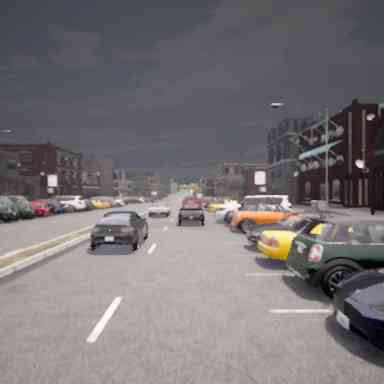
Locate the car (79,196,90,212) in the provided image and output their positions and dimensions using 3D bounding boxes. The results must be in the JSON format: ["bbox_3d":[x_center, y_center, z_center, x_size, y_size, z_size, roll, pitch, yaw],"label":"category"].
[{"bbox_3d":[-16.051,1.514,41.095,5.566,2.045,2.435,0,-1,0],"label":"car"}]

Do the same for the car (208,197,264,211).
[{"bbox_3d":[4.673,1.645,35.424,5.366,1.575,1.946,0,-1,0],"label":"car"}]

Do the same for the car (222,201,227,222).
[{"bbox_3d":[4.573,1.537,21.668,4.674,1.452,2.002,0,0,0],"label":"car"}]

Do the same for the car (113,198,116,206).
[{"bbox_3d":[-16.156,2.124,57.634,4.674,1.452,2.002,0,-1,0],"label":"car"}]

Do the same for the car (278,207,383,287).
[{"bbox_3d":[4.635,1.354,7.769,4.553,1.767,2.185,0,0,-1],"label":"car"}]

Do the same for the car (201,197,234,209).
[{"bbox_3d":[4.316,1.830,57.660,5.566,2.045,2.435,0,-1,0],"label":"car"}]

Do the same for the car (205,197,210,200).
[{"bbox_3d":[4.440,1.813,43.881,4.892,1.521,2.231,0,-1,0],"label":"car"}]

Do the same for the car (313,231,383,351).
[{"bbox_3d":[4.651,1.509,4.997,4.792,1.488,2.163,0,0,0],"label":"car"}]

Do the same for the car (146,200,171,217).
[{"bbox_3d":[-3.105,1.724,32.687,1.895,1.301,4.718,0,-1,0],"label":"car"}]

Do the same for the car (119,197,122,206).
[{"bbox_3d":[-16.236,2.054,63.152,4.553,1.767,2.185,0,-1,0],"label":"car"}]

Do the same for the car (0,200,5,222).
[{"bbox_3d":[-15.677,1.503,21.812,5.366,1.575,1.946,0,0,0],"label":"car"}]

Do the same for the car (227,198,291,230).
[{"bbox_3d":[4.561,1.363,18.891,4.553,1.767,2.185,0,0,0],"label":"car"}]

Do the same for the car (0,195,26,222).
[{"bbox_3d":[-15.857,1.274,24.564,5.566,2.045,2.435,0,0,0],"label":"car"}]

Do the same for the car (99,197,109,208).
[{"bbox_3d":[-16.299,1.979,52.118,5.366,1.575,1.946,0,-1,0],"label":"car"}]

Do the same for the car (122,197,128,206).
[{"bbox_3d":[-16.199,1.974,65.913,5.566,2.045,2.435,0,-1,0],"label":"car"}]

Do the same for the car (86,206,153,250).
[{"bbox_3d":[-2.988,1.527,14.282,1.812,1.442,4.674,0,0,0],"label":"car"}]

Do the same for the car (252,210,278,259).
[{"bbox_3d":[4.831,1.477,10.432,5.366,1.575,1.946,0,0,0],"label":"car"}]

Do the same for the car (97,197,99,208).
[{"bbox_3d":[-16.037,1.749,46.607,4.553,1.767,2.185,0,-1,0],"label":"car"}]

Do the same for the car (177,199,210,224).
[{"bbox_3d":[-0.054,1.527,24.651,2.128,1.511,4.902,0,0,0],"label":"car"}]

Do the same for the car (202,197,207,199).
[{"bbox_3d":[4.393,1.925,49.439,5.008,1.535,2.097,0,-1,0],"label":"car"}]

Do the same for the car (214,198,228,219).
[{"bbox_3d":[4.725,1.534,27.223,5.366,1.575,1.946,0,-1,0],"label":"car"}]

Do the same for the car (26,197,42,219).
[{"bbox_3d":[-15.880,1.296,27.322,5.566,2.045,2.435,0,0,0],"label":"car"}]

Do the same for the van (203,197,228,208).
[{"bbox_3d":[4.434,1.954,63.213,4.442,1.987,1.878,0,-1,0],"label":"van"}]

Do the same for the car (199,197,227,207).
[{"bbox_3d":[4.318,2.021,68.895,5.566,2.045,2.435,0,-1,0],"label":"car"}]

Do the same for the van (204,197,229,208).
[{"bbox_3d":[4.446,1.908,60.560,4.442,1.987,1.878,0,-1,0],"label":"van"}]

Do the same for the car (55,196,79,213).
[{"bbox_3d":[-16.031,1.585,38.339,4.553,1.767,2.185,0,-1,0],"label":"car"}]

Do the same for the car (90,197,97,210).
[{"bbox_3d":[-16.017,1.569,43.853,5.566,2.045,2.435,0,-1,0],"label":"car"}]

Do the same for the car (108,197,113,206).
[{"bbox_3d":[-16.322,2.031,54.877,5.366,1.575,1.946,0,-1,0],"label":"car"}]

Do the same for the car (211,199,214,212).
[{"bbox_3d":[4.508,1.642,32.652,4.674,1.452,2.002,0,-1,0],"label":"car"}]

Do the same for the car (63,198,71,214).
[{"bbox_3d":[-16.006,1.692,35.579,4.792,1.488,2.163,0,-1,0],"label":"car"}]

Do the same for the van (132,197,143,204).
[{"bbox_3d":[-16.316,2.333,90.731,4.442,1.987,1.878,0,-1,0],"label":"van"}]

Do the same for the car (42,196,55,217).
[{"bbox_3d":[-15.903,1.329,30.074,5.566,2.045,2.435,0,-1,0],"label":"car"}]

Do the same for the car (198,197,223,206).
[{"bbox_3d":[4.289,2.142,77.230,5.566,2.045,2.435,0,-1,0],"label":"car"}]

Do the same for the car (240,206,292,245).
[{"bbox_3d":[4.635,1.483,13.210,4.892,1.521,2.231,0,0,0],"label":"car"}]

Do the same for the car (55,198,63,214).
[{"bbox_3d":[-15.949,1.616,32.828,5.008,1.535,2.097,0,-1,0],"label":"car"}]

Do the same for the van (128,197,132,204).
[{"bbox_3d":[-16.413,2.125,74.186,4.442,1.987,1.878,0,-1,0],"label":"van"}]

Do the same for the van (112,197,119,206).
[{"bbox_3d":[-16.065,1.907,60.398,4.442,1.987,1.878,0,-1,0],"label":"van"}]

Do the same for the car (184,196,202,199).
[{"bbox_3d":[-0.172,1.538,43.109,2.150,2.045,5.566,0,-1,0],"label":"car"}]
